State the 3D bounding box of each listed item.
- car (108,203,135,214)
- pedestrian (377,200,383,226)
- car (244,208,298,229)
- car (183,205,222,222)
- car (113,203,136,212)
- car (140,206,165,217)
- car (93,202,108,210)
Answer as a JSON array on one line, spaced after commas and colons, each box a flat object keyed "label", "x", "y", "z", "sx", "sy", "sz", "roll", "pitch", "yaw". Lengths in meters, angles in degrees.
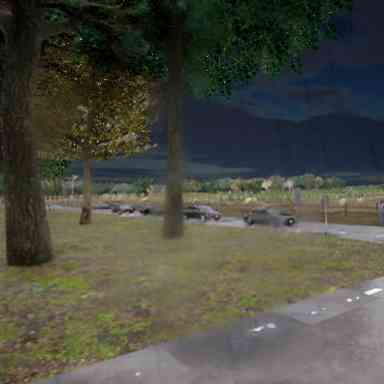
[{"label": "car", "x": -10.101, "y": 2.444, "z": 48.152, "sx": 1.994, "sy": 1.385, "sz": 4.181, "roll": -1, "pitch": 0, "yaw": -35}, {"label": "pedestrian", "x": 13.895, "y": 1.508, "z": 24.404, "sx": 0.375, "sy": 1.860, "sz": 0.375, "roll": -2, "pitch": 1, "yaw": -35}, {"label": "car", "x": 5.913, "y": 1.946, "z": 25.368, "sx": 1.994, "sy": 1.385, "sz": 4.181, "roll": -1, "pitch": 0, "yaw": -35}, {"label": "car", "x": 0.876, "y": 2.048, "z": 32.509, "sx": 1.837, "sy": 1.490, "sz": 4.892, "roll": -1, "pitch": 0, "yaw": -35}, {"label": "car", "x": -11.134, "y": 2.537, "z": 54.664, "sx": 1.895, "sy": 1.301, "sz": 4.718, "roll": -1, "pitch": 0, "yaw": -35}, {"label": "car", "x": -4.422, "y": 2.309, "z": 40.036, "sx": 1.895, "sy": 1.301, "sz": 4.718, "roll": -1, "pitch": 0, "yaw": -35}, {"label": "car", "x": -17.243, "y": 2.680, "z": 63.325, "sx": 1.994, "sy": 1.385, "sz": 4.181, "roll": -1, "pitch": 0, "yaw": -36}]
